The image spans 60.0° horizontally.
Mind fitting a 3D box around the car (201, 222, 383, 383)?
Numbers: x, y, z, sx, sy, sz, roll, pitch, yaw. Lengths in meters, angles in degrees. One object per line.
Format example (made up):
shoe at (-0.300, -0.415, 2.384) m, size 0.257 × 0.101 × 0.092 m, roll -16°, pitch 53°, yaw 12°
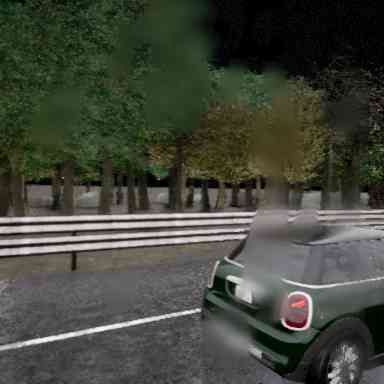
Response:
car at (2.476, 1.302, 5.143) m, size 4.553 × 1.767 × 2.097 m, roll 1°, pitch 1°, yaw -30°
